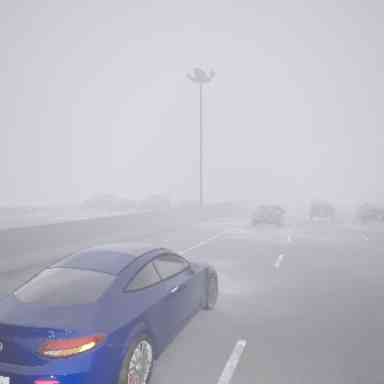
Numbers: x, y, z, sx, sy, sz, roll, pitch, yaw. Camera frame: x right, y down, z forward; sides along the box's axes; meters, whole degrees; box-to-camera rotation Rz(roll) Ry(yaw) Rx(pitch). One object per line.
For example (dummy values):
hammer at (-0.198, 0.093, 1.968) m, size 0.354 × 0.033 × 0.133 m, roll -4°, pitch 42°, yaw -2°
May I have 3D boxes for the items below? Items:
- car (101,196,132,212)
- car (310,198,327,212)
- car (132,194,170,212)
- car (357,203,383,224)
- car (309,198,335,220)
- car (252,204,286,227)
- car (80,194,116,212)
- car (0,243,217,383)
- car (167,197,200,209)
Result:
car at (-7.969, 1.503, 38.108) m, size 1.837 × 1.490 × 4.892 m, roll 0°, pitch 0°, yaw 20°
car at (15.441, 1.504, 40.668) m, size 1.837 × 1.490 × 4.892 m, roll 0°, pitch 0°, yaw 20°
car at (-4.214, 1.220, 38.217) m, size 2.150 × 2.045 × 5.566 m, roll 0°, pitch 0°, yaw 20°
car at (13.442, 1.525, 24.649) m, size 1.812 × 1.442 × 4.674 m, roll 0°, pitch 0°, yaw 20°
car at (11.051, 1.478, 28.358) m, size 1.882 × 1.535 × 5.008 m, roll 0°, pitch 0°, yaw 20°
car at (5.368, 1.547, 22.843) m, size 2.033 × 1.411 × 5.357 m, roll 0°, pitch 0°, yaw 20°
car at (-11.012, 1.221, 40.004) m, size 2.150 × 2.045 × 5.566 m, roll 0°, pitch 0°, yaw 20°
car at (-0.975, 1.525, 5.133) m, size 1.812 × 1.442 × 4.674 m, roll 0°, pitch 0°, yaw 20°
car at (-0.574, 1.547, 37.994) m, size 2.033 × 1.411 × 5.357 m, roll 0°, pitch 0°, yaw 20°
